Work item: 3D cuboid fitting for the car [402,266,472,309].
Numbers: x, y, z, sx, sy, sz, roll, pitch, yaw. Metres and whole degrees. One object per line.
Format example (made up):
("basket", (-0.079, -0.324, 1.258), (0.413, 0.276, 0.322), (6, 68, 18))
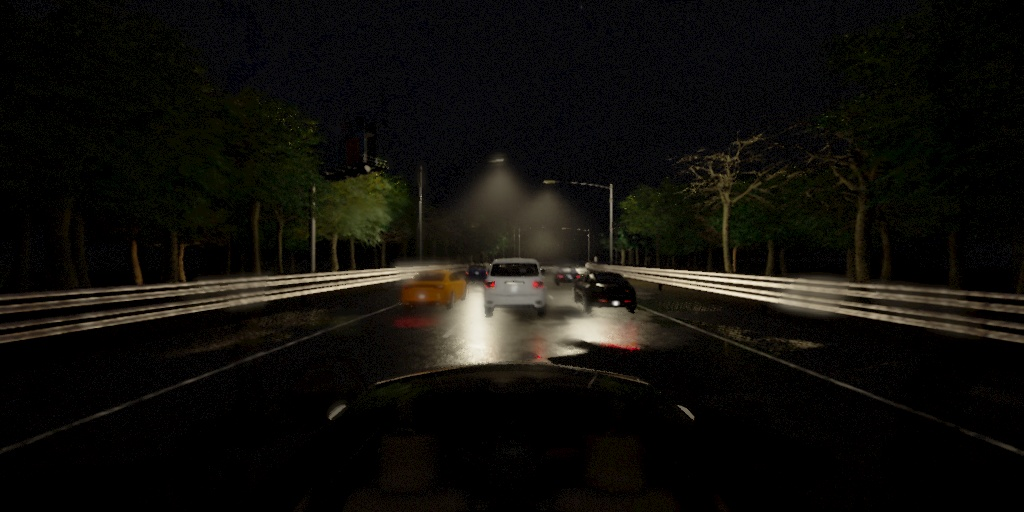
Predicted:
("car", (-3.247, 1.380, 15.836), (1.882, 1.535, 5.008), (0, 0, 3))

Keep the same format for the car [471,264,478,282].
("car", (-2.536, 1.410, 29.938), (2.097, 1.767, 4.553), (0, -1, 4))

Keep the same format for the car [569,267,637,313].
("car", (3.716, 1.401, 14.907), (1.837, 1.490, 4.892), (0, 0, 2))

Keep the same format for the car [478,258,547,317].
("car", (0.172, 1.109, 14.073), (2.150, 2.045, 5.566), (0, 0, 2))

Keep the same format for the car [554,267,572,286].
("car", (4.375, 1.593, 28.602), (2.033, 1.411, 5.357), (0, -1, 4))
